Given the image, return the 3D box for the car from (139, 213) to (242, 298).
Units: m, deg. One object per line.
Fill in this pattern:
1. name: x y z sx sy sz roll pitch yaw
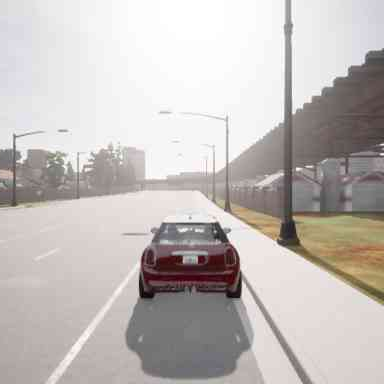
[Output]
1. car: -0.033 1.343 8.620 2.097 1.767 4.553 0 0 0
